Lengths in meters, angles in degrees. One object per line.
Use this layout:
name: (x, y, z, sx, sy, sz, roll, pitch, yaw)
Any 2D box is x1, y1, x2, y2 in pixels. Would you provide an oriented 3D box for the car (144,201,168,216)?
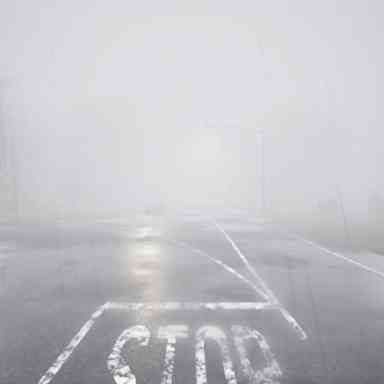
car: (-3.595, 1.601, 33.606, 1.812, 1.442, 4.674, 0, 0, 0)
